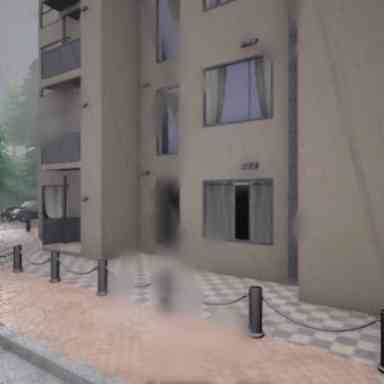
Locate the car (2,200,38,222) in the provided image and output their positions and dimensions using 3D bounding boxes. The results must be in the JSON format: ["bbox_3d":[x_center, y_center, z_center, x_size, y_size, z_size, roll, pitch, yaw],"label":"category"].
[{"bbox_3d":[-12.650,1.410,26.796,2.097,1.767,4.553,0,0,35],"label":"car"}]
